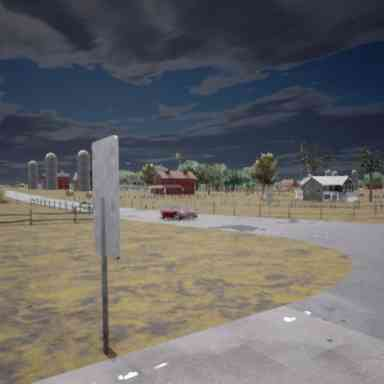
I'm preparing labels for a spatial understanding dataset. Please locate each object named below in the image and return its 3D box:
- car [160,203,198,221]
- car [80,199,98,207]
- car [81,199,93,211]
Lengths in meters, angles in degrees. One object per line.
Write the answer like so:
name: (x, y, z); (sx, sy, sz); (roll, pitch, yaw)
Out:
car: (-1.400, 1.920, 33.512); (2.097, 1.767, 4.553); (-1, 0, -36)
car: (-20.679, 2.147, 66.630); (1.895, 1.301, 4.718); (-1, 1, -36)
car: (-16.030, 2.312, 53.997); (1.895, 1.301, 4.718); (-1, 1, -35)
